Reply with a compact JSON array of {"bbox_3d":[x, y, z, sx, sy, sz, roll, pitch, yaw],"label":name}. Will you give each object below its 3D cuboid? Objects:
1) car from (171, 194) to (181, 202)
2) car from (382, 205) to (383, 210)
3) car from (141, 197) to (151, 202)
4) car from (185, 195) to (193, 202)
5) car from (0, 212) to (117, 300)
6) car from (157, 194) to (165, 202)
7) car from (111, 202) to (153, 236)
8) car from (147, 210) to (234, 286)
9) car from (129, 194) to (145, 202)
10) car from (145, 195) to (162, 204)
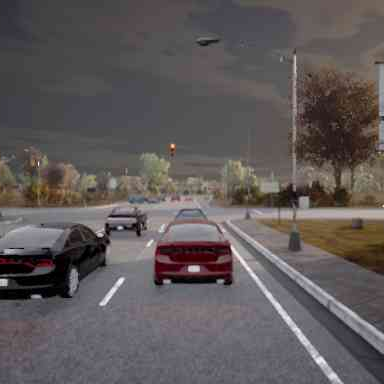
[{"bbox_3d":[-4.261,1.460,86.467,2.150,2.045,5.566,0,0,0],"label":"car"},{"bbox_3d":[24.269,1.689,37.625,4.718,1.301,1.895,0,0,2],"label":"car"},{"bbox_3d":[-11.222,1.825,81.623,1.895,1.301,4.718,0,0,-1],"label":"car"},{"bbox_3d":[-0.764,1.591,86.854,2.097,1.767,4.553,0,0,0],"label":"car"},{"bbox_3d":[-3.474,1.502,8.508,1.882,1.535,5.008,0,0,-1],"label":"car"},{"bbox_3d":[-7.718,1.453,81.208,2.150,2.045,5.566,0,0,-1],"label":"car"},{"bbox_3d":[-3.556,1.545,18.653,2.128,1.511,4.902,0,0,-1],"label":"car"},{"bbox_3d":[0.017,1.505,9.554,1.882,1.535,5.008,0,0,-1],"label":"car"},{"bbox_3d":[-11.098,1.407,66.062,2.150,2.045,5.566,0,0,0],"label":"car"},{"bbox_3d":[-7.605,1.749,66.170,1.994,1.385,4.181,0,0,0],"label":"car"}]
